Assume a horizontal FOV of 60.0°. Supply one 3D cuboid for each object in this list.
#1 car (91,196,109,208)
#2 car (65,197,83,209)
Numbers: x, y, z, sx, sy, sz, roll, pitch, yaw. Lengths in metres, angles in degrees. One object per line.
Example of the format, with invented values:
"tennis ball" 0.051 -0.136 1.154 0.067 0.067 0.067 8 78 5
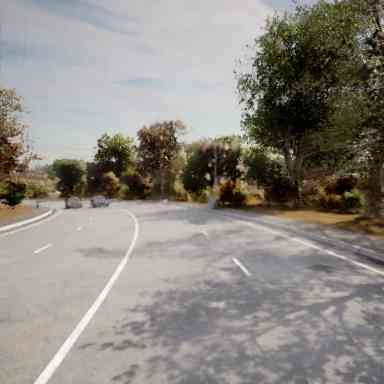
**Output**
"car" -13.329 1.378 47.951 2.097 1.767 4.553 -2 1 -24
"car" -16.536 1.496 46.552 2.097 1.767 4.553 -2 0 -24
